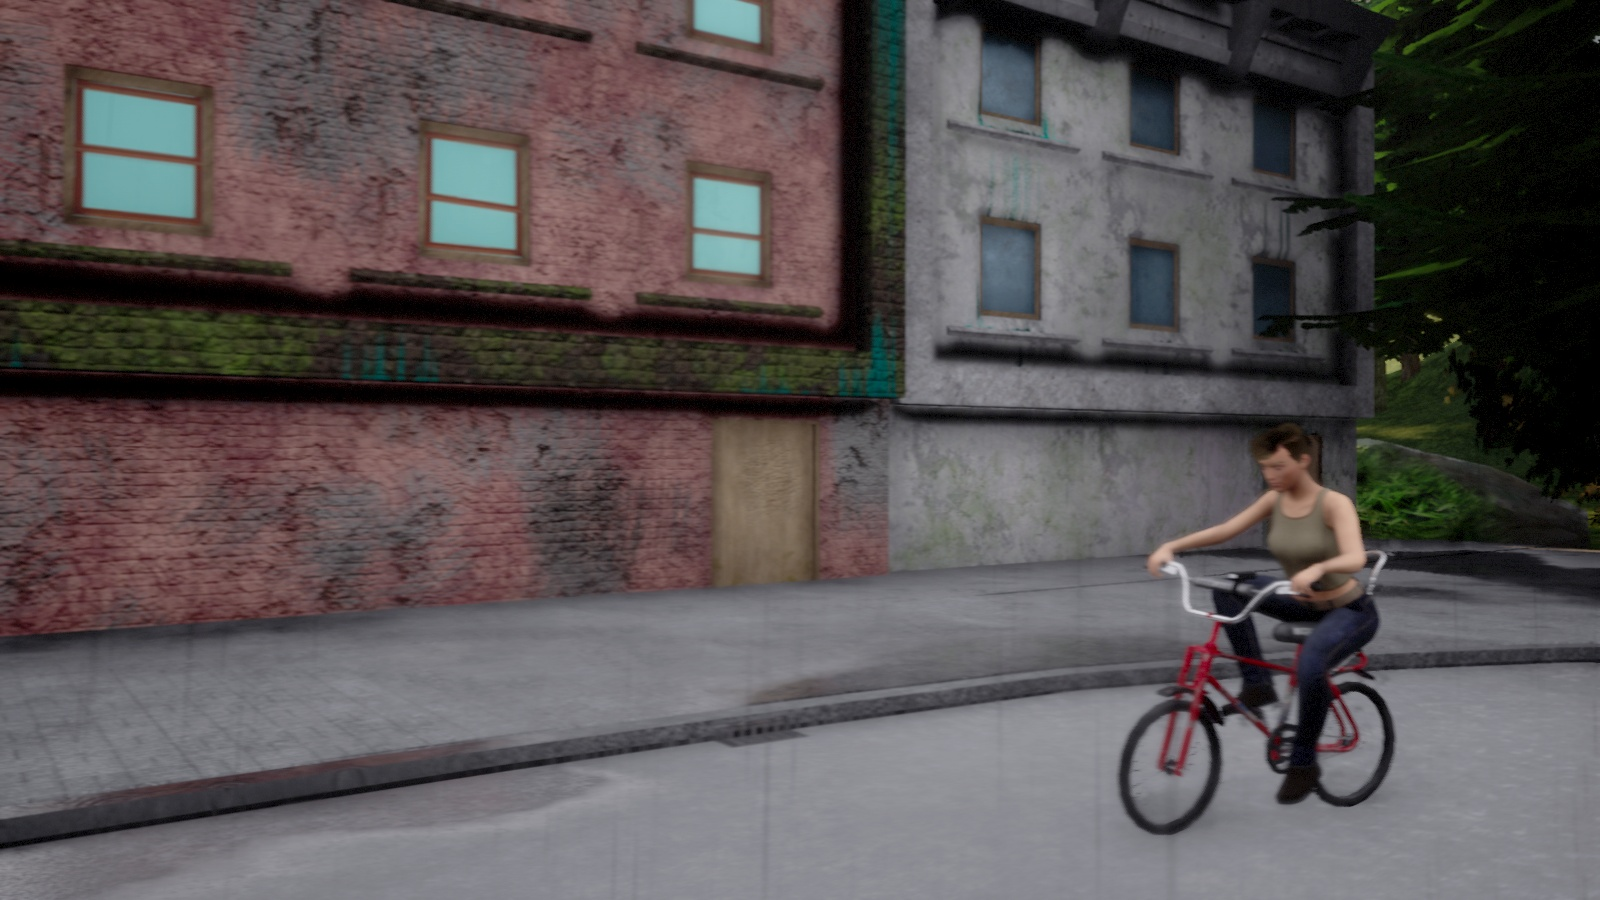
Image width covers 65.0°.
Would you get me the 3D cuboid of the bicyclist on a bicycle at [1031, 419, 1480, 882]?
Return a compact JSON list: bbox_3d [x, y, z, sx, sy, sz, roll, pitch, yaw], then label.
[{"bbox_3d":[1.822,0.689,5.070,1.509,1.612,0.866,0,1,-25],"label":"bicyclist on a bicycle"}]
